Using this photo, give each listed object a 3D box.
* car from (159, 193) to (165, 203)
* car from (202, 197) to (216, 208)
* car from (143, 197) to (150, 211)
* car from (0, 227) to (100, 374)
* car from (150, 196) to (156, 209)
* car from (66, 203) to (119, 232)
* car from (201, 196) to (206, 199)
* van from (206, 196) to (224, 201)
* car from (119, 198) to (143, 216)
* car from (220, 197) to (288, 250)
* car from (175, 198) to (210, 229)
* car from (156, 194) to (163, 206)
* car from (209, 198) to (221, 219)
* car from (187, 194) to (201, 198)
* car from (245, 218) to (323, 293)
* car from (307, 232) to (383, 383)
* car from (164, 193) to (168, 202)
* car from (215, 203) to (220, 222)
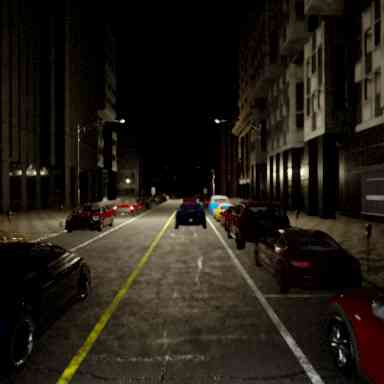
[{"bbox_3d":[-6.252,1.414,58.656,1.752,1.417,4.829,0,0,0],"label":"car"},{"bbox_3d":[2.367,1.474,47.713,1.802,1.307,4.206,0,0,0],"label":"car"},{"bbox_3d":[-6.062,1.514,36.420,1.802,1.307,4.206,0,0,0],"label":"car"},{"bbox_3d":[-3.132,1.557,5.436,1.994,1.385,4.181,0,0,0],"label":"car"},{"bbox_3d":[-6.110,1.487,42.022,1.947,1.339,4.313,0,0,0],"label":"car"},{"bbox_3d":[-5.918,1.408,19.616,1.967,1.590,4.097,0,0,0],"label":"car"},{"bbox_3d":[2.415,1.485,42.111,1.802,1.307,4.206,0,0,0],"label":"car"},{"bbox_3d":[2.511,1.267,30.907,1.690,1.788,3.998,0,0,0],"label":"van"},{"bbox_3d":[-6.014,1.384,30.819,1.967,1.590,4.097,0,0,0],"label":"car"},{"bbox_3d":[2.655,1.277,14.101,2.192,1.841,5.009,0,0,0],"label":"car"},{"bbox_3d":[-0.084,1.429,21.466,1.882,1.535,5.008,0,0,0],"label":"car"},{"bbox_3d":[-6.206,1.450,53.224,2.008,1.369,4.403,0,0,0],"label":"car"},{"bbox_3d":[2.558,1.463,25.475,1.752,1.417,4.829,0,0,0],"label":"car"},{"bbox_3d":[-0.246,1.388,41.271,1.882,1.535,5.008,0,0,0],"label":"car"},{"bbox_3d":[2.703,1.556,8.500,1.802,1.307,4.206,0,0,0],"label":"car"},{"bbox_3d":[2.751,1.427,2.898,1.967,1.590,4.097,0,0,0],"label":"car"},{"bbox_3d":[-6.302,1.423,64.428,1.887,1.381,4.507,0,0,0],"label":"car"},{"bbox_3d":[2.607,1.532,19.704,1.802,1.307,4.206,0,0,0],"label":"car"}]
